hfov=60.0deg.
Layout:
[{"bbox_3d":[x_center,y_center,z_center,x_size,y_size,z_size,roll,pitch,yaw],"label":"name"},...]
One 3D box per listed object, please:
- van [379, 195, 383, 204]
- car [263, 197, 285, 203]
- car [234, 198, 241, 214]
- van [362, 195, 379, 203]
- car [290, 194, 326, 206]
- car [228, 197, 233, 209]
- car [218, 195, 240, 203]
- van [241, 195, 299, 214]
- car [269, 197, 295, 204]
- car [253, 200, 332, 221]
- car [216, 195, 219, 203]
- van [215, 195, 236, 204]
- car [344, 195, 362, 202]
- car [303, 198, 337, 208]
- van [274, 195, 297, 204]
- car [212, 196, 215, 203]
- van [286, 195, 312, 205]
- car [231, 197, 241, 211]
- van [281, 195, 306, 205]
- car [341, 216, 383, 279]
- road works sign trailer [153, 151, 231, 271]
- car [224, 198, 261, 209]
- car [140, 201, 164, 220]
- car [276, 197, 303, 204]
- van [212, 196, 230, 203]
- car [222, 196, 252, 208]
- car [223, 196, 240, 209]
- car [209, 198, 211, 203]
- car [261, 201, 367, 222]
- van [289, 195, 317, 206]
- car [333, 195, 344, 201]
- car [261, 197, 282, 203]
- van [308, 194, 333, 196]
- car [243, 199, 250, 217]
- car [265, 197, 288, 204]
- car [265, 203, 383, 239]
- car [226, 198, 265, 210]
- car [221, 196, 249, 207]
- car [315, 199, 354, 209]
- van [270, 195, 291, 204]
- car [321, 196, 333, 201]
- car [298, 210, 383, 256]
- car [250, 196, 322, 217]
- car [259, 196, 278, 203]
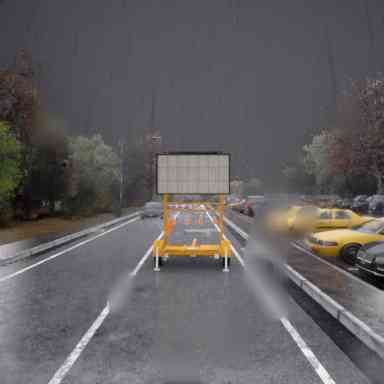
[{"bbox_3d":[20.237,1.329,30.674,4.442,1.987,1.878,0,0,0],"label":"van"},{"bbox_3d":[20.495,2.085,83.282,5.008,1.535,2.097,0,-1,0],"label":"car"},{"bbox_3d":[7.032,1.606,33.617,4.792,1.488,2.163,0,0,0],"label":"car"},{"bbox_3d":[20.023,1.343,33.446,4.442,1.987,1.878,0,0,0],"label":"van"},{"bbox_3d":[20.292,1.452,58.501,5.566,2.045,2.435,0,0,0],"label":"car"},{"bbox_3d":[7.072,1.636,39.169,4.792,1.488,2.163,0,0,0],"label":"car"},{"bbox_3d":[6.996,1.663,50.274,5.366,1.575,1.946,0,0,0],"label":"car"},{"bbox_3d":[7.158,1.336,30.841,4.442,1.987,1.878,0,0,0],"label":"van"},{"bbox_3d":[20.255,1.904,74.974,5.366,1.575,1.946,0,-1,0],"label":"car"},{"bbox_3d":[6.975,1.527,22.512,4.892,1.521,2.231,0,0,0],"label":"car"},{"bbox_3d":[7.236,1.710,58.601,5.008,1.535,2.097,0,0,0],"label":"car"},{"bbox_3d":[7.225,1.633,72.467,4.442,1.987,1.878,0,-1,0],"label":"van"},{"bbox_3d":[20.132,1.333,36.215,5.566,2.045,2.435,0,0,0],"label":"car"},{"bbox_3d":[20.278,1.713,52.834,4.674,1.452,2.002,0,0,0],"label":"car"},{"bbox_3d":[20.303,1.622,72.211,4.442,1.987,1.878,0,-1,0],"label":"van"},{"bbox_3d":[7.330,1.504,66.931,5.566,2.045,2.435,0,0,0],"label":"car"},{"bbox_3d":[20.476,1.506,63.915,4.442,1.987,1.878,0,0,0],"label":"van"},{"bbox_3d":[7.052,1.621,36.393,4.792,1.488,2.163,0,0,0],"label":"car"},{"bbox_3d":[20.264,1.522,66.820,4.442,1.987,1.878,0,-1,0],"label":"van"},{"bbox_3d":[6.888,1.554,8.643,4.892,1.521,2.231,0,0,0],"label":"car"},{"bbox_3d":[0.052,0.483,10.952,2.380,3.560,2.880,0,0,3],"label":"road works sign trailer"},{"bbox_3d":[7.155,1.652,47.497,4.892,1.521,2.231,0,0,0],"label":"car"},{"bbox_3d":[-3.204,1.573,28.499,1.837,1.490,4.892,0,0,0],"label":"car"},{"bbox_3d":[20.405,1.788,69.435,5.008,1.535,2.097,0,-1,0],"label":"car"},{"bbox_3d":[7.558,1.930,86.343,4.442,1.987,1.878,0,-1,0],"label":"van"},{"bbox_3d":[7.170,1.555,53.050,4.553,1.767,2.185,0,0,0],"label":"car"},{"bbox_3d":[6.936,1.618,41.946,5.366,1.575,1.946,0,0,0],"label":"car"},{"bbox_3d":[7.427,2.096,83.563,5.008,1.535,2.097,0,-1,0],"label":"car"},{"bbox_3d":[7.147,1.521,19.743,5.366,1.575,1.946,0,0,0],"label":"car"},{"bbox_3d":[20.458,1.492,61.270,4.442,1.987,1.878,0,0,0],"label":"van"},{"bbox_3d":[20.152,1.348,38.985,5.566,2.045,2.435,0,0,0],"label":"car"},{"bbox_3d":[20.515,2.147,86.177,5.008,1.535,2.097,0,-1,0],"label":"car"},{"bbox_3d":[20.378,1.433,50.190,4.442,1.987,1.878,0,0,0],"label":"van"},{"bbox_3d":[7.051,1.577,28.064,4.792,1.488,2.163,0,0,0],"label":"car"},{"bbox_3d":[20.474,2.027,80.512,4.892,1.521,2.231,0,-1,0],"label":"car"},{"bbox_3d":[6.757,1.524,17.093,5.366,1.575,1.946,0,0,0],"label":"car"},{"bbox_3d":[7.148,1.637,44.721,4.892,1.521,2.231,0,0,0],"label":"car"},{"bbox_3d":[7.190,1.570,55.826,4.553,1.767,2.185,0,0,0],"label":"car"},{"bbox_3d":[20.244,1.684,47.419,4.674,1.452,2.002,0,0,0],"label":"car"},{"bbox_3d":[20.577,1.741,77.747,4.442,1.987,1.878,0,-1,0],"label":"van"},{"bbox_3d":[20.215,1.628,44.525,5.008,1.535,2.097,0,0,0],"label":"car"},{"bbox_3d":[6.716,1.540,11.420,5.366,1.575,1.946,0,0,0],"label":"car"},{"bbox_3d":[7.033,1.409,25.291,4.553,1.767,2.185,0,0,0],"label":"car"},{"bbox_3d":[20.508,2.078,88.825,4.553,1.767,2.185,0,-1,0],"label":"car"}]
